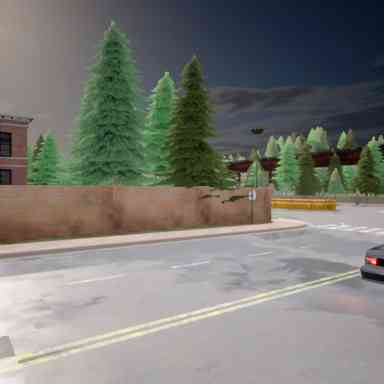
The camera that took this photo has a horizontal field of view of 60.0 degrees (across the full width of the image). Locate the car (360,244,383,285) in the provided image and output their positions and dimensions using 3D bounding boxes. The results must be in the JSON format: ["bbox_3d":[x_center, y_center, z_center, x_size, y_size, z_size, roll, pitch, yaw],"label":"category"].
[{"bbox_3d":[6.300,1.547,8.225,5.357,1.411,2.033,0,0,-35],"label":"car"}]
